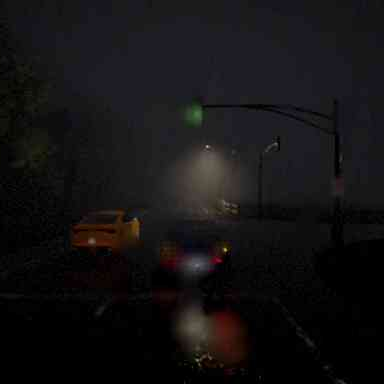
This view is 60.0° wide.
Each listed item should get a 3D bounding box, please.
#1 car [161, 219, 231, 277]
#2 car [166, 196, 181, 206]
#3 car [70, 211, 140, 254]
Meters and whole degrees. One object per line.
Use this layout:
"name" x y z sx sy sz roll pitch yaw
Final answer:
"car" 0.105 1.552 10.195 1.812 1.442 4.674 0 0 0
"car" -3.398 1.634 56.674 1.837 1.490 4.892 0 -1 0
"car" -3.399 1.512 13.766 1.882 1.535 5.008 0 0 0
